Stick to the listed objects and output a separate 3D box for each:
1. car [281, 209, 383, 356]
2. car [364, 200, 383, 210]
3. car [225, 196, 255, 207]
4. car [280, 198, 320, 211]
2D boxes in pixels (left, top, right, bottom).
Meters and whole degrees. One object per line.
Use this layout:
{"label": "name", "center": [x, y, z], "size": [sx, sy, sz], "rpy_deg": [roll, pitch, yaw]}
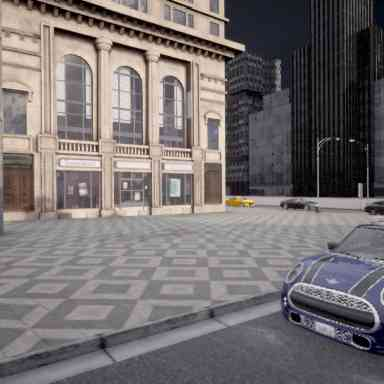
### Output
{"label": "car", "center": [3.710, 1.350, 6.031], "size": [4.553, 1.767, 2.097], "rpy_deg": [0, 0, -36]}
{"label": "car", "center": [18.133, 1.478, 30.169], "size": [1.812, 1.442, 4.674], "rpy_deg": [-1, 0, -34]}
{"label": "car", "center": [6.680, 1.373, 47.063], "size": [1.882, 1.535, 5.008], "rpy_deg": [-1, 0, -34]}
{"label": "car", "center": [12.460, 1.415, 38.513], "size": [2.128, 1.511, 4.902], "rpy_deg": [-1, 0, -34]}
